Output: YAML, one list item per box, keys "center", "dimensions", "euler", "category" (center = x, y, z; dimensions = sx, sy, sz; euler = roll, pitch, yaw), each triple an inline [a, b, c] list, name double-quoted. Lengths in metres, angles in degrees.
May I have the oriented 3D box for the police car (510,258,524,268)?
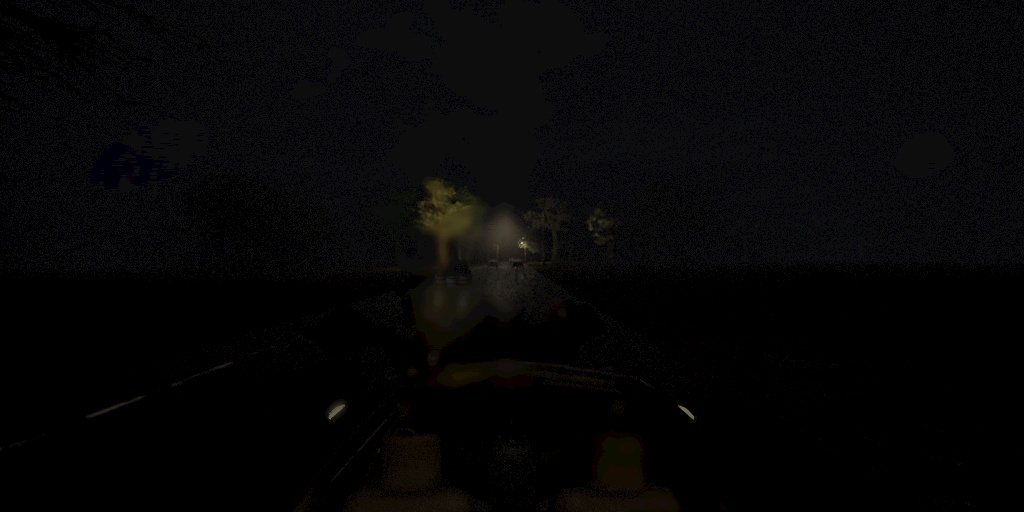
- center: [1.041, 1.215, 63.729]
  dimensions: [1.930, 1.638, 5.238]
  euler: [0, 0, 0]
  category: "police car"

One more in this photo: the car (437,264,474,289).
- center: [-3.589, 1.269, 23.384]
  dimensions: [1.837, 1.490, 4.892]
  euler: [0, 0, 0]
  category: "car"
